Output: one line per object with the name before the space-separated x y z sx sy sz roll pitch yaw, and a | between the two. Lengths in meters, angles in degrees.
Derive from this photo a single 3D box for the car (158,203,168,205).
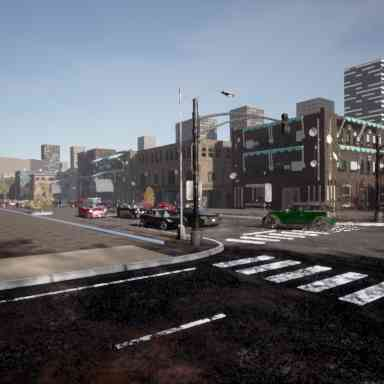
car | -3.541 1.904 39.155 1.802 1.307 4.206 -2 0 -37

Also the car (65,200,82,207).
car | -23.419 2.227 65.759 1.887 1.381 4.507 -1 0 -37

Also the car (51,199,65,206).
car | -30.045 2.364 74.628 1.947 1.339 4.313 -1 0 -37

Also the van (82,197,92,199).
van | -16.798 1.907 56.890 1.690 1.788 3.998 -1 0 -37

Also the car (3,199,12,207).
car | -40.073 2.380 74.043 1.967 1.590 4.097 -1 0 -37

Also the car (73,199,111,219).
car | -10.256 1.846 34.136 1.967 1.590 4.097 -2 0 -37

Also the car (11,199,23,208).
car | -33.445 2.376 65.176 2.008 1.369 4.403 -1 0 -37

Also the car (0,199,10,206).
car | -46.696 2.597 82.912 1.887 1.381 4.507 -1 0 -37

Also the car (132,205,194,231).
car | -2.045 1.815 22.948 1.947 1.339 4.313 -2 0 -37

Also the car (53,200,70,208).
car | -24.950 2.191 63.485 2.128 1.511 4.902 -1 0 -36

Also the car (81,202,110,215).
car | -11.839 1.975 40.619 1.812 1.442 4.674 -1 0 -36

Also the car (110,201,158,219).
car | -5.718 1.825 32.412 2.128 1.511 4.902 -1 0 -37

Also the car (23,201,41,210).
car | -26.717 2.233 56.171 1.752 1.417 4.829 -1 0 -37

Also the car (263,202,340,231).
car | 6.835 1.453 21.175 4.553 1.767 2.097 -2 -1 36

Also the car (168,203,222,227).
car | 0.262 1.783 24.384 1.994 1.385 4.181 -1 0 -38

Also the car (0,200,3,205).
car | -43.383 2.547 78.478 2.008 1.369 4.403 -1 0 -37

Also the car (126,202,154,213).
car | -6.853 1.966 43.588 1.802 1.307 4.206 -2 0 -37

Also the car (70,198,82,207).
car | -20.112 1.940 61.324 2.192 1.841 5.009 -1 0 -37
